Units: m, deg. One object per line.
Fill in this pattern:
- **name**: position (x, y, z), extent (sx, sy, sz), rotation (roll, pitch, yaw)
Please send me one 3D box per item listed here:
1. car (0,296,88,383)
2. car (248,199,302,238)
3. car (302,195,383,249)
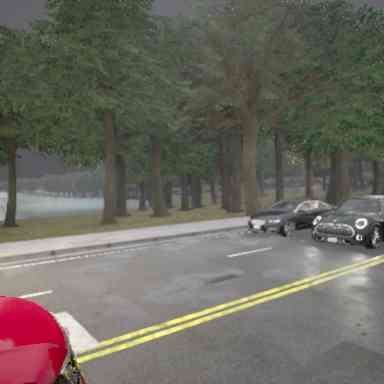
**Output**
- **car**: position (-3.186, 1.281, 1.134), extent (5.566, 2.045, 2.150), rotation (-2, 1, -36)
- **car**: position (4.646, 1.083, 15.158), extent (4.902, 1.511, 2.128), rotation (-3, 1, -36)
- **car**: position (6.522, 0.944, 12.504), extent (4.553, 1.767, 2.097), rotation (-2, 1, -36)
